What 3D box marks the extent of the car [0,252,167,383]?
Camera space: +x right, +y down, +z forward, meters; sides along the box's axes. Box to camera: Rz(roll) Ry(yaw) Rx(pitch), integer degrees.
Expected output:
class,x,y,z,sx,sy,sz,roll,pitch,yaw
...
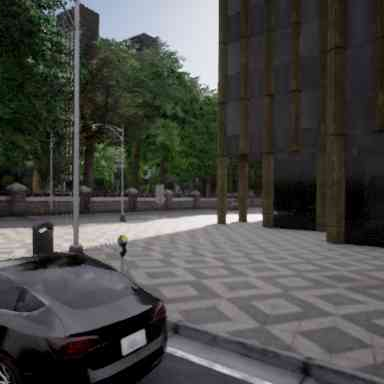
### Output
class,x,y,z,sx,sy,sz,roll,pitch,yaw
car,-2.291,1.521,4.538,4.313,1.339,1.947,1,0,35

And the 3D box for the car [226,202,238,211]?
class,x,y,z,sx,sy,sz,roll,pitch,yaw
car,6.194,2.292,52.469,2.033,1.411,5.357,1,-1,35
